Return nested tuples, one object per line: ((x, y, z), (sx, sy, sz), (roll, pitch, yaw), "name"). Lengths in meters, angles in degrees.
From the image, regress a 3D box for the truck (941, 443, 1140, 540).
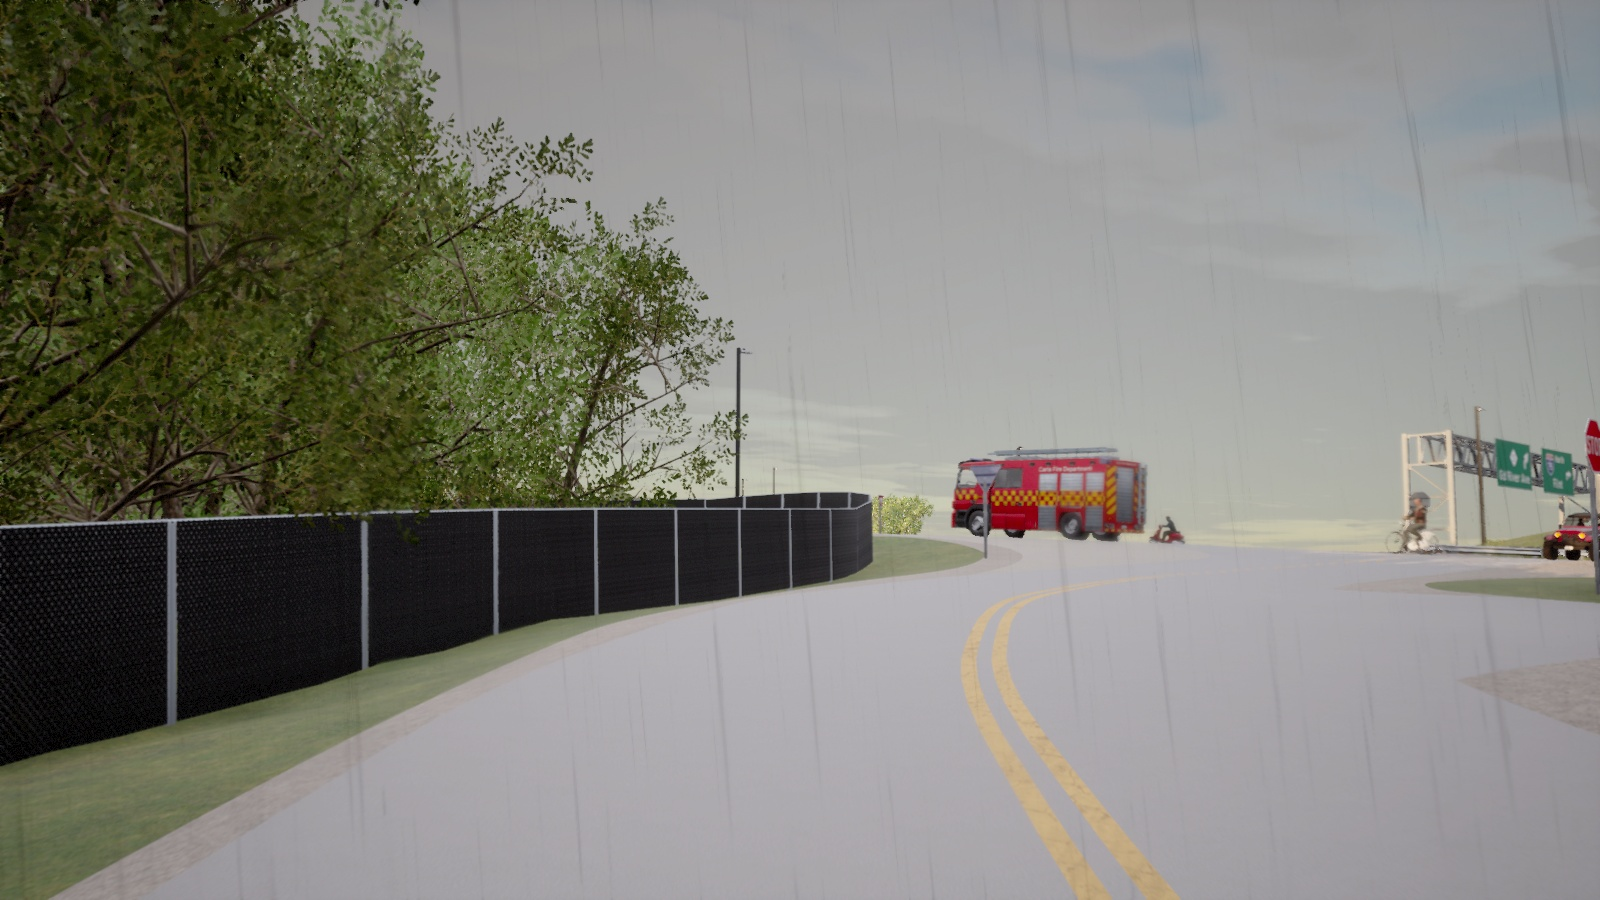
((10.281, 1.876, 54.543), (2.891, 3.827, 8.468), (5, -5, -41), "truck")

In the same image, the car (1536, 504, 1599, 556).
((30.093, 3.081, 48.262), (3.866, 1.878, 1.905), (4, -4, -40), "car")

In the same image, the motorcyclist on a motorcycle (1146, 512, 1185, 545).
((18.383, 3.946, 63.200), (1.817, 1.590, 0.866), (1, -5, 12), "motorcyclist on a motorcycle")

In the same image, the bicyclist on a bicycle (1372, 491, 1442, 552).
((18.628, 2.192, 38.544), (1.843, 1.776, 0.659), (3, -2, -10), "bicyclist on a bicycle")
